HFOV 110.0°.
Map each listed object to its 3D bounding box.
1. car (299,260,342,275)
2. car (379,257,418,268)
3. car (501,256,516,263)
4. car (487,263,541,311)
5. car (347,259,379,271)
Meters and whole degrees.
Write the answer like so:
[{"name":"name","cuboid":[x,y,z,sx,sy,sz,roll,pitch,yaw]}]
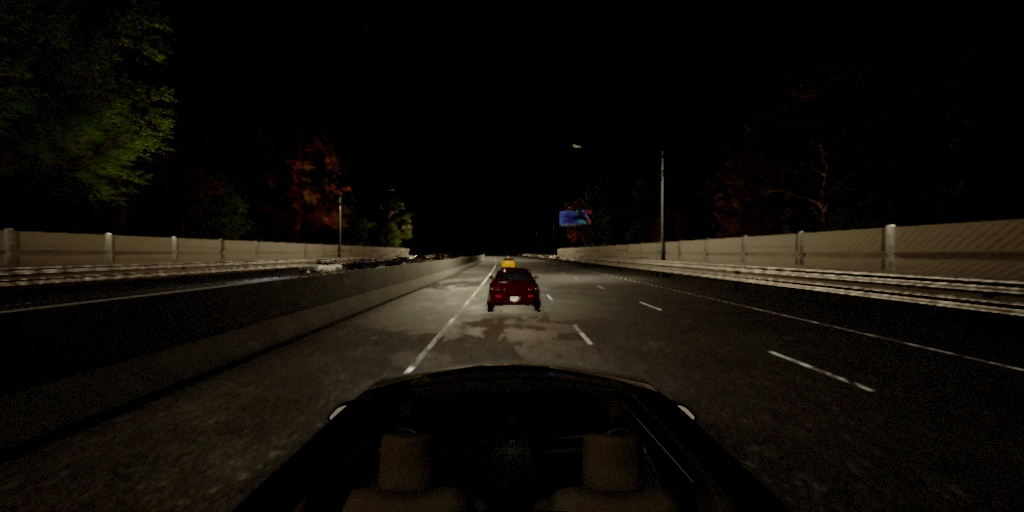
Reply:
[{"name":"car","cuboid":[-17.891,1.052,33.671,1.895,1.301,4.718,0,1,-1]},{"name":"car","cuboid":[-10.910,0.942,34.799,1.837,1.490,4.892,0,1,-1]},{"name":"car","cuboid":[-0.450,0.791,45.033,1.801,1.575,5.366,0,1,-1]},{"name":"car","cuboid":[0.062,1.162,13.657,1.812,1.442,4.674,0,1,0]},{"name":"car","cuboid":[-14.414,1.001,35.098,1.994,1.385,4.181,0,0,-1]}]
